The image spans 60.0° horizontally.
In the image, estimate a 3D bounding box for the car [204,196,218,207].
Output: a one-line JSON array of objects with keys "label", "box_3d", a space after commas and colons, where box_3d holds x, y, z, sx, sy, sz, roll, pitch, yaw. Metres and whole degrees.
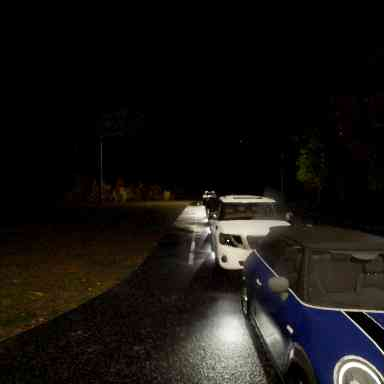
[{"label": "car", "box_3d": [2.682, 1.314, 47.988, 1.994, 1.385, 4.181, 0, 0, 3]}]

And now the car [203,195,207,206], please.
[{"label": "car", "box_3d": [2.179, 1.322, 29.326, 1.882, 1.535, 5.008, 0, 0, 1]}]

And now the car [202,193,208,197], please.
[{"label": "car", "box_3d": [2.491, 1.275, 41.580, 2.128, 1.511, 4.902, 0, 0, 2]}]

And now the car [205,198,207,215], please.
[{"label": "car", "box_3d": [2.028, 1.380, 23.072, 1.837, 1.490, 4.892, 0, 0, 1]}]

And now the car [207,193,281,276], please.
[{"label": "car", "box_3d": [1.733, 1.160, 10.485, 2.150, 2.045, 5.566, 0, 0, 1]}]

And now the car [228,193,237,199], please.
[{"label": "car", "box_3d": [10.590, 1.012, 87.352, 1.882, 1.535, 5.008, 0, 0, 1]}]

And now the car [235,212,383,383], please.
[{"label": "car", "box_3d": [1.940, 1.338, 4.138, 2.097, 1.767, 4.553, 0, 0, 0]}]

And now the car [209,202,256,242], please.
[{"label": "car", "box_3d": [1.876, 1.384, 16.825, 1.882, 1.535, 5.008, 0, 0, 1]}]

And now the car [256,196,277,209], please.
[{"label": "car", "box_3d": [9.511, 1.303, 42.996, 1.812, 1.442, 4.674, 0, 0, 1]}]

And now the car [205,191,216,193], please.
[{"label": "car", "box_3d": [2.874, 0.938, 54.421, 2.150, 2.045, 5.566, 0, 0, 2]}]
